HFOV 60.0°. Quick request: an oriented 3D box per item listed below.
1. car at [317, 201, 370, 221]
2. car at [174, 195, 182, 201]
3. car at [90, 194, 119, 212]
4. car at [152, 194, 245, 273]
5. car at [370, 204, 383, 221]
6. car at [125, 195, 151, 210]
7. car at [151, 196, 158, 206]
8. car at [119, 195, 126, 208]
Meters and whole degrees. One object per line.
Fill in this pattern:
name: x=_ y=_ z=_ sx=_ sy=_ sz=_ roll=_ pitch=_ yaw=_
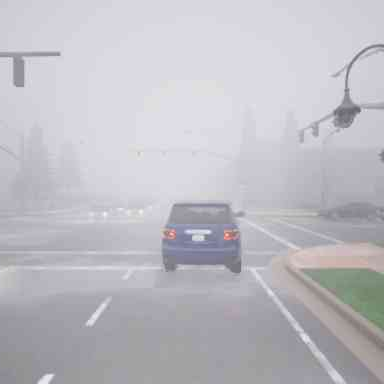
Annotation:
car: x=12.745 y=1.510 z=27.123 sx=4.892 sy=1.490 sz=1.837 roll=0 pitch=0 yaw=-1
car: x=-3.488 y=1.494 z=82.953 sx=1.882 sy=1.535 sz=5.008 roll=0 pitch=0 yaw=0
car: x=-10.586 y=1.360 z=39.743 sx=2.097 sy=1.767 sz=4.553 roll=0 pitch=0 yaw=0
car: x=0.529 y=1.225 z=10.893 sx=2.150 sy=2.045 sz=5.566 roll=0 pitch=0 yaw=8
car: x=16.192 y=1.226 z=23.644 sx=5.566 sy=2.045 sz=2.150 roll=0 pitch=0 yaw=-1
car: x=-7.076 y=1.487 z=43.817 sx=1.882 sy=1.535 sz=5.008 roll=0 pitch=0 yaw=0
car: x=-7.061 y=1.575 z=52.809 sx=1.994 sy=1.385 sz=4.181 roll=0 pitch=0 yaw=1
car: x=-10.575 y=1.574 z=48.373 sx=1.994 sy=1.385 sz=4.181 roll=0 pitch=0 yaw=1
